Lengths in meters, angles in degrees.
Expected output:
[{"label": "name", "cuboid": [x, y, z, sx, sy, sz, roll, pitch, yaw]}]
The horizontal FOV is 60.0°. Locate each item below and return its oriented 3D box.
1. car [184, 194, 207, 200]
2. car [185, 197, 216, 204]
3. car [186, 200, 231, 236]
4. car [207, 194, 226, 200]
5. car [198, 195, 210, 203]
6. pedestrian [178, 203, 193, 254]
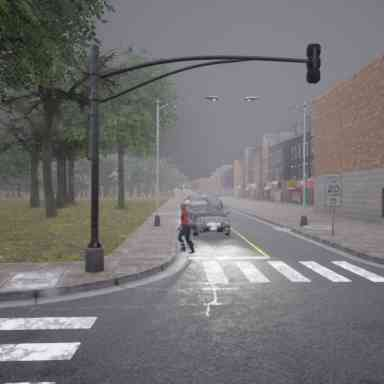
[{"label": "car", "cuboid": [0.220, 1.136, 37.136, 2.097, 1.767, 4.553, 0, 0, -2]}, {"label": "car", "cuboid": [0.580, 1.383, 27.289, 1.812, 1.442, 4.674, 0, 0, -2]}, {"label": "car", "cuboid": [0.923, 1.433, 18.130, 2.128, 1.511, 4.902, 0, 1, -2]}, {"label": "car", "cuboid": [2.884, 1.321, 44.421, 1.994, 1.385, 4.181, 0, 0, -2]}, {"label": "car", "cuboid": [2.220, 1.225, 62.088, 1.812, 1.442, 4.674, 0, 0, -2]}, {"label": "pedestrian", "cuboid": [-0.247, 1.291, 11.937, 0.375, 1.860, 0.375, 1, 0, -2]}]
